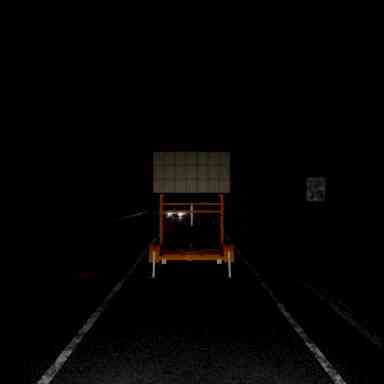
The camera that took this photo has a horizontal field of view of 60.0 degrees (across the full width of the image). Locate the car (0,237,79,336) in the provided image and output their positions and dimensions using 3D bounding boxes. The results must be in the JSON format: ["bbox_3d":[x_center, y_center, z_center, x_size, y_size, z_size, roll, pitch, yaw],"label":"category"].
[{"bbox_3d":[-3.603,1.549,5.670,2.033,1.411,5.357,0,0,0],"label":"car"}]

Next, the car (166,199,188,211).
[{"bbox_3d":[-1.681,1.551,39.902,2.033,1.411,5.357,0,0,8],"label":"car"}]

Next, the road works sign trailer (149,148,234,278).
[{"bbox_3d":[-0.011,0.467,10.114,2.380,3.560,2.880,0,0,0],"label":"road works sign trailer"}]
